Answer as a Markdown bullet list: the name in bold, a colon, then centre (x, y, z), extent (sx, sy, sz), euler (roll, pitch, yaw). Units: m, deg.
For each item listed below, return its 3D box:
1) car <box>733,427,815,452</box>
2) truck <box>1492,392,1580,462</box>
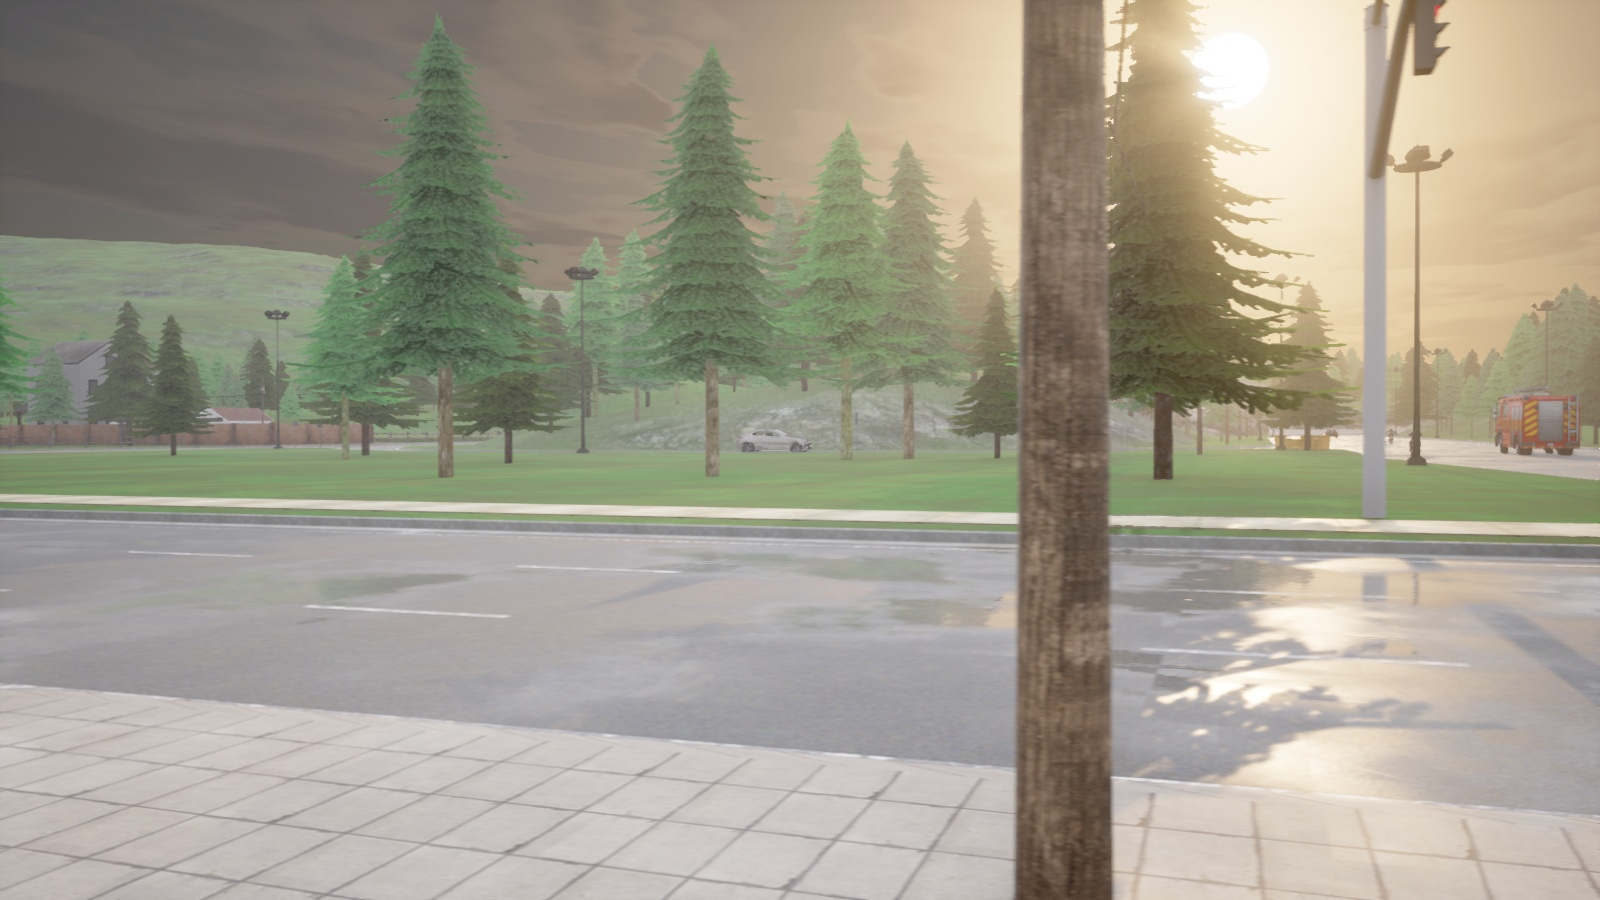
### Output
- **car**: centre (-1.706, -0.722, 83.356), extent (5.027, 1.651, 2.152), euler (0, 1, 12)
- **truck**: centre (43.055, -1.350, 73.696), extent (2.891, 3.827, 8.468), euler (1, 1, 20)
